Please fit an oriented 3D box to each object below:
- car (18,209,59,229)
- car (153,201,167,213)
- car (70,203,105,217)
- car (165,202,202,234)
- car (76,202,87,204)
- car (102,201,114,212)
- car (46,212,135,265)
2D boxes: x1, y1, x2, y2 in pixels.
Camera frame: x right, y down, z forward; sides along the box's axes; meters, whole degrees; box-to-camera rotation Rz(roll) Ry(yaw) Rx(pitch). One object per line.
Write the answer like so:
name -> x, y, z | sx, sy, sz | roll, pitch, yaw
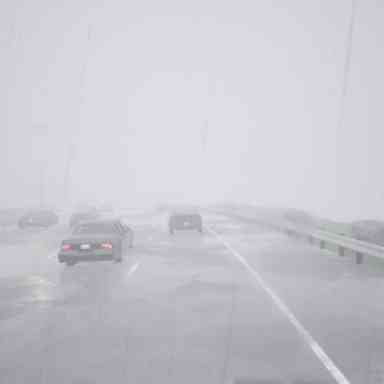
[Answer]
car -> -11.612, 1.989, 25.409 | 1.994, 1.385, 4.181 | -1, 0, -8
car -> -3.835, 1.867, 42.559 | 1.812, 1.442, 4.674 | -1, 0, -13
car -> -8.052, 1.866, 25.386 | 1.812, 1.442, 4.674 | -1, 0, -8
car -> -0.540, 1.612, 20.654 | 1.882, 1.535, 5.008 | -1, 0, -6
car -> -16.004, 2.142, 48.471 | 1.882, 1.535, 5.008 | -1, 0, -16
car -> -12.165, 2.046, 47.589 | 1.882, 1.535, 5.008 | -1, 0, -15
car -> -3.324, 1.700, 12.438 | 2.033, 1.411, 5.357 | -1, 0, -3
